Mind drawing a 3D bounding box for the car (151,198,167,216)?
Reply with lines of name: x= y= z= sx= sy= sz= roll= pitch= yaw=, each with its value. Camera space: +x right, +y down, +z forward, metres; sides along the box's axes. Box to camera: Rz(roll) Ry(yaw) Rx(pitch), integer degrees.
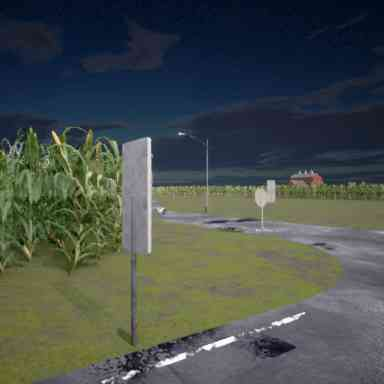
car: x=-4.062 y=1.330 z=30.065 sx=2.128 sy=1.511 sz=4.902 roll=0 pitch=0 yaw=-36
